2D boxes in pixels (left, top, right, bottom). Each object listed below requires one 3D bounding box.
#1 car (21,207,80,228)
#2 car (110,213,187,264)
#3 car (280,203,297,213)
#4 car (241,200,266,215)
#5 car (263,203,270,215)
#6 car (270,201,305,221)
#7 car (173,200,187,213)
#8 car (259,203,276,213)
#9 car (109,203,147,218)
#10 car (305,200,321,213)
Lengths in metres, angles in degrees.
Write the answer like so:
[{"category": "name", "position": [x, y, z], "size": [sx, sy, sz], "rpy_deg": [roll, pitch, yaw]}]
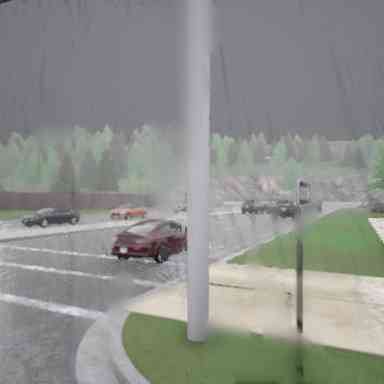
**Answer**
[{"category": "car", "position": [-11.202, 1.987, 26.687], "size": [1.837, 1.490, 4.892], "rpy_deg": [0, -1, 27]}, {"category": "car", "position": [-1.207, 1.784, 12.975], "size": [1.812, 1.442, 4.674], "rpy_deg": [-1, -1, 27]}, {"category": "car", "position": [16.183, 2.671, 55.674], "size": [1.882, 1.535, 5.008], "rpy_deg": [0, -1, 26]}, {"category": "car", "position": [8.942, 2.246, 48.966], "size": [2.150, 2.045, 5.566], "rpy_deg": [0, -1, 27]}, {"category": "car", "position": [12.041, 2.607, 47.296], "size": [1.895, 1.301, 4.718], "rpy_deg": [0, -1, 27]}, {"category": "car", "position": [10.488, 1.998, 36.158], "size": [2.150, 2.045, 5.566], "rpy_deg": [0, -1, 26]}, {"category": "car", "position": [-0.598, 2.176, 47.941], "size": [2.150, 2.045, 5.566], "rpy_deg": [0, -1, 27]}, {"category": "car", "position": [13.050, 2.714, 57.233], "size": [1.837, 1.490, 4.892], "rpy_deg": [0, -1, 26]}, {"category": "car", "position": [-6.764, 2.033, 35.599], "size": [2.097, 1.767, 4.553], "rpy_deg": [0, -1, 27]}, {"category": "car", "position": [20.351, 2.433, 55.992], "size": [2.150, 2.045, 5.566], "rpy_deg": [0, -2, 27]}]
